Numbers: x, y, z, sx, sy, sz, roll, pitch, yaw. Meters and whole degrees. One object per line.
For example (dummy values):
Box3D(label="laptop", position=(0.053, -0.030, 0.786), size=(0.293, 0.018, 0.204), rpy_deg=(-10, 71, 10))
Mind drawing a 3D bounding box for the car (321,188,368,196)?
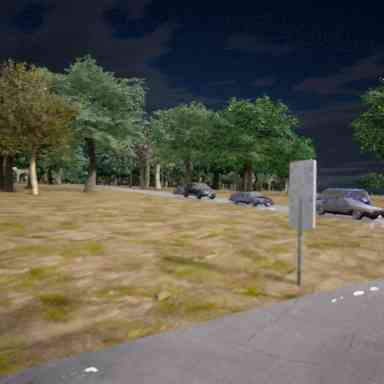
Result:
Box3D(label="car", position=(12.084, 0.725, 27.918), size=(2.150, 2.045, 5.566), rpy_deg=(2, 1, -26))

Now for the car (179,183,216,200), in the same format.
Box3D(label="car", position=(0.855, -0.125, 42.179), size=(2.150, 2.045, 5.566), rpy_deg=(2, 2, -28))

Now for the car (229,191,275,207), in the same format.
Box3D(label="car", position=(5.806, 0.646, 33.089), size=(2.033, 1.411, 5.357), rpy_deg=(2, 2, -29))

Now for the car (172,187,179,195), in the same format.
Box3D(label="car", position=(-1.671, -0.160, 53.328), size=(1.994, 1.385, 4.181), rpy_deg=(2, 2, -28))

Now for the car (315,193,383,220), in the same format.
Box3D(label="car", position=(10.884, 1.095, 23.788), size=(2.033, 1.411, 5.357), rpy_deg=(2, 2, -28))
